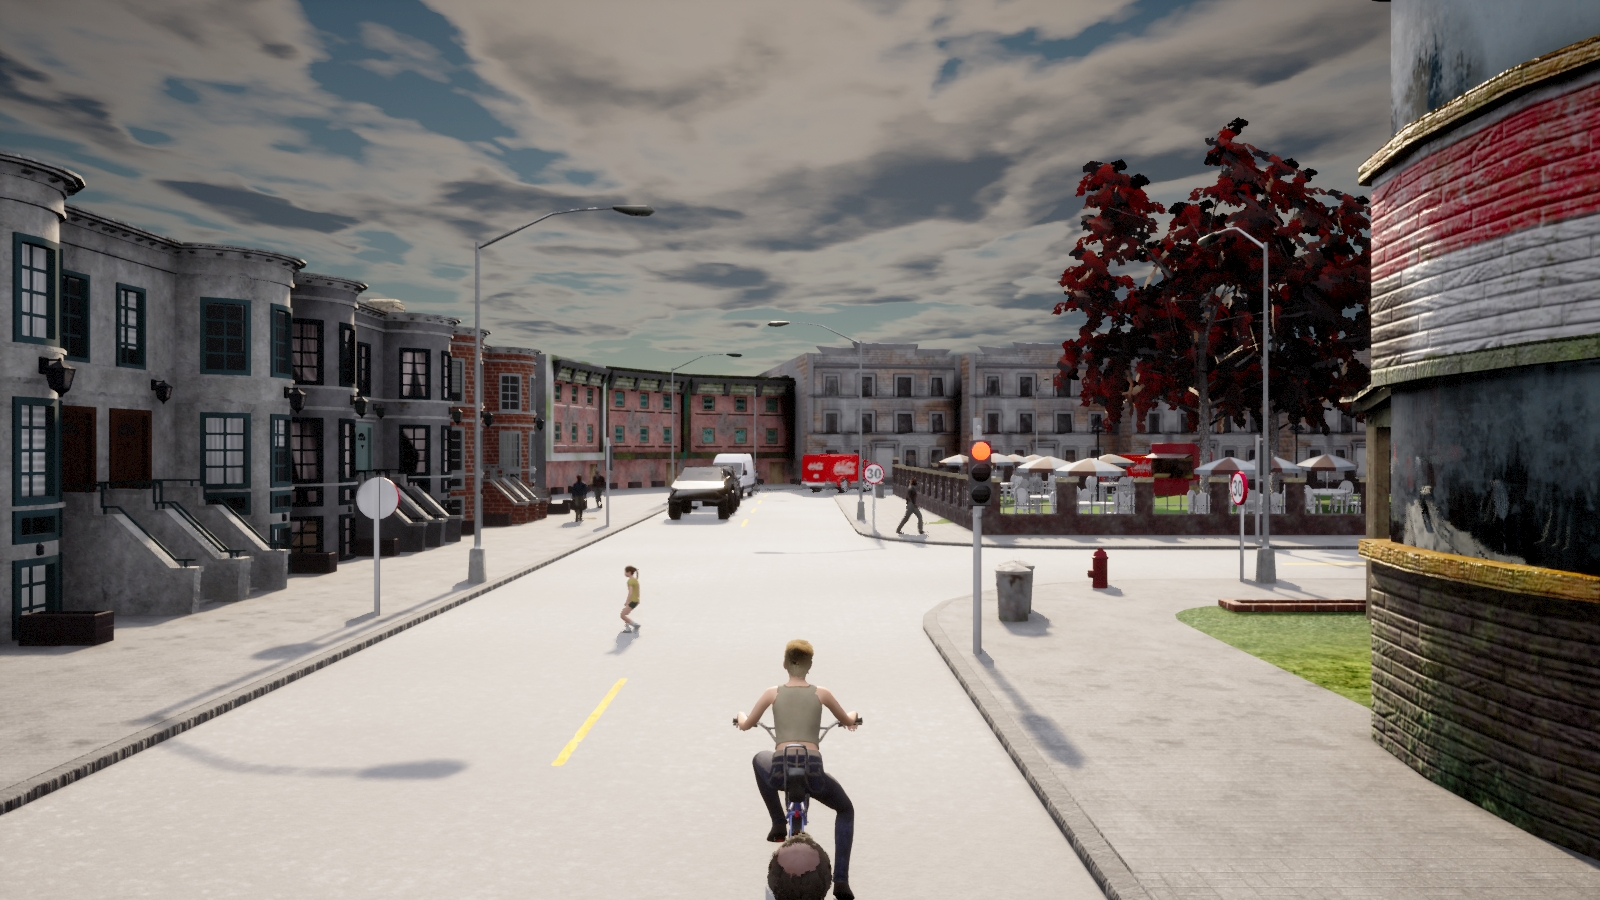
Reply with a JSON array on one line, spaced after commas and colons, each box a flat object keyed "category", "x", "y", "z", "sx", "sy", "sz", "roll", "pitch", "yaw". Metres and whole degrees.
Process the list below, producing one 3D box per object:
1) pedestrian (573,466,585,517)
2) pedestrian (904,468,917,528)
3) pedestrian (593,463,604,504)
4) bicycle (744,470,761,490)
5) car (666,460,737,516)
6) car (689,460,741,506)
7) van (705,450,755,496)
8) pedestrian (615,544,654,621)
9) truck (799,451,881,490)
[{"category": "pedestrian", "x": -8.095, "y": 1.508, "z": 41.890, "sx": 0.375, "sy": 1.860, "sz": 0.375, "roll": 0, "pitch": 0, "yaw": 0}, {"category": "pedestrian", "x": 3.460, "y": 1.502, "z": 35.679, "sx": 0.375, "sy": 1.860, "sz": 0.375, "roll": 0, "pitch": 0, "yaw": 11}, {"category": "pedestrian", "x": -9.039, "y": 1.505, "z": 51.301, "sx": 0.375, "sy": 1.860, "sz": 0.375, "roll": 0, "pitch": 0, "yaw": 10}, {"category": "bicycle", "x": -3.018, "y": 1.908, "z": 72.650, "sx": 0.373, "sy": 1.296, "sz": 1.643, "roll": 0, "pitch": -1, "yaw": 23}, {"category": "car", "x": -3.998, "y": 1.514, "z": 47.604, "sx": 2.390, "sy": 2.098, "sz": 6.274, "roll": 0, "pitch": 0, "yaw": 0}, {"category": "car", "x": -4.051, "y": 1.538, "z": 55.431, "sx": 2.150, "sy": 2.045, "sz": 5.566, "roll": 0, "pitch": 0, "yaw": 0}, {"category": "van", "x": -4.016, "y": 1.289, "z": 66.883, "sx": 1.988, "sy": 2.561, "sz": 5.915, "roll": 0, "pitch": 0, "yaw": 6}, {"category": "pedestrian", "x": -2.505, "y": 2.001, "z": 17.335, "sx": 0.500, "sy": 1.100, "sz": 0.500, "roll": 0, "pitch": 0, "yaw": 3}, {"category": "truck", "x": 2.648, "y": 1.314, "z": 73.726, "sx": 2.627, "sy": 2.467, "sz": 5.204, "roll": -2, "pitch": -1, "yaw": 39}]
